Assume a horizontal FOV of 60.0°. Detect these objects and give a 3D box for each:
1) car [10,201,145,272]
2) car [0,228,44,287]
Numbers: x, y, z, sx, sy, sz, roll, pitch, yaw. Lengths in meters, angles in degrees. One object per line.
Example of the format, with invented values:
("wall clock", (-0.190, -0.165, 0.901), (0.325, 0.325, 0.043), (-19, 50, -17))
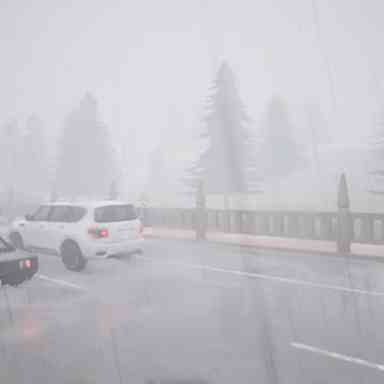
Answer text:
("car", (-4.086, 1.312, 11.362), (5.566, 2.045, 2.150), (0, 0, 37))
("car", (-5.945, 1.686, 8.387), (4.718, 1.301, 1.895), (-1, 0, 37))
